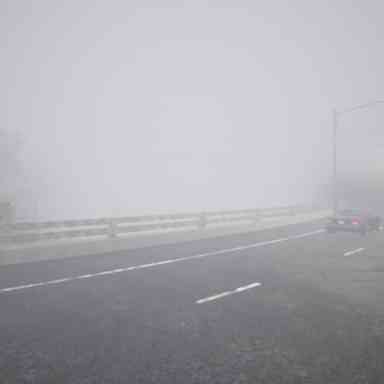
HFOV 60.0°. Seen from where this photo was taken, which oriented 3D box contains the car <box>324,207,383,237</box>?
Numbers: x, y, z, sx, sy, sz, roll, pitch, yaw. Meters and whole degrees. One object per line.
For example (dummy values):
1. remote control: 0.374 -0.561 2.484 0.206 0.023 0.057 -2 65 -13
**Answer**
1. car: 8.921 1.535 18.154 2.033 1.411 5.357 0 0 41
